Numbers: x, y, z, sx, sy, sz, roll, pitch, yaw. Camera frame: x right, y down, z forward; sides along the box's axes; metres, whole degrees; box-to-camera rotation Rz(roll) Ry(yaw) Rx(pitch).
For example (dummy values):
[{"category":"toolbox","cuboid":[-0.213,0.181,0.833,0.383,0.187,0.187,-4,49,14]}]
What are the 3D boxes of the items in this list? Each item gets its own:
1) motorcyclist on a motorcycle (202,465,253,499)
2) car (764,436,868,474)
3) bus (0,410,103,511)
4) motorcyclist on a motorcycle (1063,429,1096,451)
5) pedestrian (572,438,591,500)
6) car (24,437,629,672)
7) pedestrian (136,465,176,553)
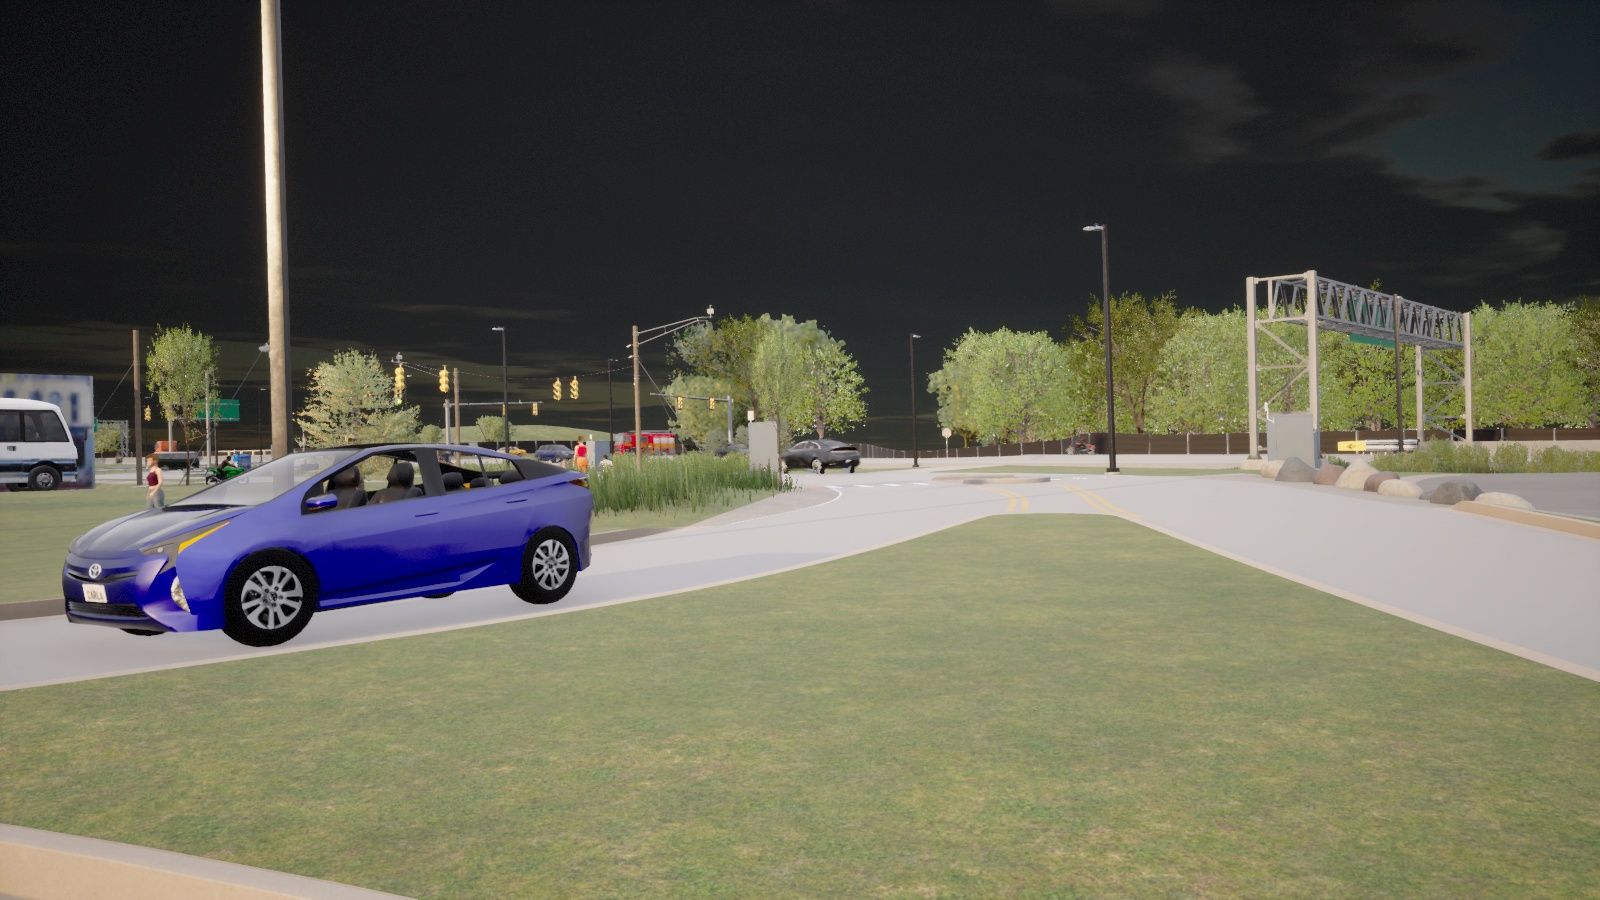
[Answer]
[{"category":"motorcyclist on a motorcycle","cuboid":[-27.926,1.544,61.277,2.044,1.523,0.797,-4,0,-36]},{"category":"car","cuboid":[0.658,0.258,55.403,2.128,1.511,4.902,-2,0,-34]},{"category":"bus","cuboid":[-35.868,0.543,53.158,3.944,4.253,10.273,-4,-1,41]},{"category":"motorcyclist on a motorcycle","cuboid":[21.469,-0.770,96.507,2.350,1.649,0.766,-2,0,32]},{"category":"pedestrian","cuboid":[-6.564,0.561,37.763,0.345,1.836,0.594,-3,-1,-25]},{"category":"car","cuboid":[-3.808,0.736,10.918,2.007,1.525,4.514,-3,-1,35]},{"category":"pedestrian","cuboid":[-13.705,1.248,26.743,0.345,1.836,0.594,-3,-1,38]}]
